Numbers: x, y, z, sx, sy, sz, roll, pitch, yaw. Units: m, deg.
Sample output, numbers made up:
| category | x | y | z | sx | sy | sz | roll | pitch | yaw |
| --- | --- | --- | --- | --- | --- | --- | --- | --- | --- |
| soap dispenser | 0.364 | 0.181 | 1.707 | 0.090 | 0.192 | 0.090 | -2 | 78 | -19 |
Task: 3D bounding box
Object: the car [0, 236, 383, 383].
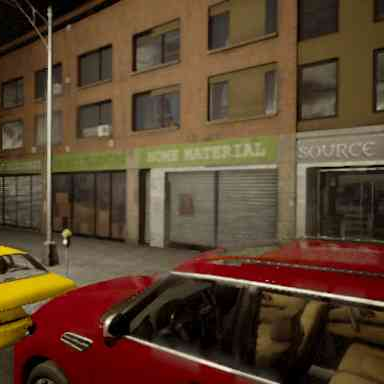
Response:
| category | x | y | z | sx | sy | sz | roll | pitch | yaw |
| --- | --- | --- | --- | --- | --- | --- | --- | --- | --- |
| car | 0.673 | 1.315 | 2.589 | 5.009 | 1.841 | 2.192 | 0 | 1 | 35 |
